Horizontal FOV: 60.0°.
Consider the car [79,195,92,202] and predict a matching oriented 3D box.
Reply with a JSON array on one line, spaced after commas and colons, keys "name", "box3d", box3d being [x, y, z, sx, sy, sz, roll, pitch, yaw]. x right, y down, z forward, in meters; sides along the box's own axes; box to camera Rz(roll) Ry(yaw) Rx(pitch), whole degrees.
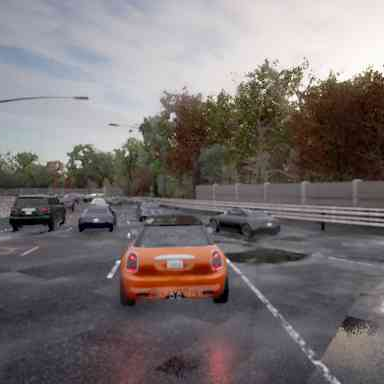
[{"name": "car", "box3d": [-18.651, 1.371, 61.050, 1.882, 1.535, 5.008, 0, 0, -33]}]

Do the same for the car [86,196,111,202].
[{"name": "car", "box3d": [-10.767, 1.459, 38.085, 1.812, 1.442, 4.674, 0, 0, -20]}]

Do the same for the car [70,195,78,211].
[{"name": "car", "box3d": [-14.762, 1.424, 38.673, 2.128, 1.511, 4.902, 0, 0, -22]}]

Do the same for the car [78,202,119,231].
[{"name": "car", "box3d": [-5.696, 1.528, 20.337, 1.994, 1.385, 4.181, 0, 0, -11]}]

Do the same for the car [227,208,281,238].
[{"name": "car", "box3d": [2.687, 1.533, 17.703, 1.994, 1.385, 4.181, 0, 0, -32]}]

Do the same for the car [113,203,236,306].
[{"name": "car", "box3d": [-0.480, 1.330, 8.228, 2.097, 1.767, 4.553, -1, 0, -4]}]

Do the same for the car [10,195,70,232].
[{"name": "car", "box3d": [-9.149, 1.185, 20.163, 2.150, 2.045, 5.566, 0, 0, -12]}]

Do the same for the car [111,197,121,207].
[{"name": "car", "box3d": [-11.686, 1.406, 48.740, 2.128, 1.511, 4.902, 0, 0, -26]}]

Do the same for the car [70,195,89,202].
[{"name": "car", "box3d": [-22.797, 1.277, 67.208, 2.033, 1.411, 5.357, 0, 0, -39]}]
